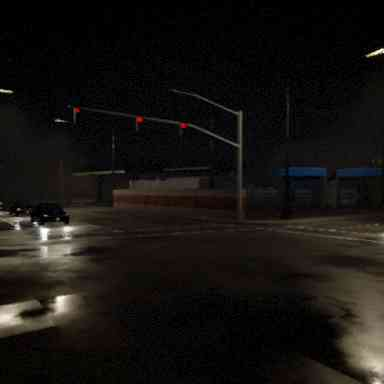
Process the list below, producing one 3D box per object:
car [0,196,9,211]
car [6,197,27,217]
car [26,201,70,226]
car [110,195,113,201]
[{"bbox_3d":[-22.311,1.342,39.999,2.097,1.767,4.553,0,0,-37],"label":"car"},{"bbox_3d":[-16.116,1.528,31.735,1.812,1.442,4.674,0,0,-37],"label":"car"},{"bbox_3d":[-10.352,1.539,24.058,1.812,1.442,4.674,0,0,-37],"label":"car"},{"bbox_3d":[-14.665,1.245,69.567,4.611,1.667,2.242,0,0,-36],"label":"car"}]
